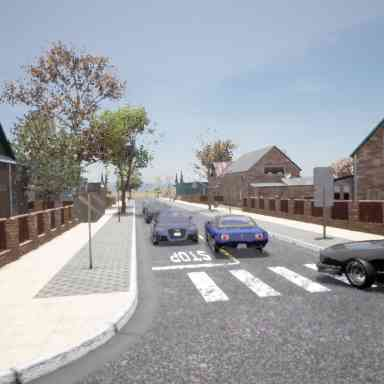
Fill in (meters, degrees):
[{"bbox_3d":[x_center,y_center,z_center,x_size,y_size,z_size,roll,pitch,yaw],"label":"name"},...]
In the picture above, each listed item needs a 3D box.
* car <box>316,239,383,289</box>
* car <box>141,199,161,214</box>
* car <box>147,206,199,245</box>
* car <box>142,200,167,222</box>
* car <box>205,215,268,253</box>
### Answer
[{"bbox_3d":[5.558,1.436,7.053,5.357,1.411,2.033,-1,0,41],"label":"car"},{"bbox_3d":[-4.861,1.647,38.637,2.033,1.411,5.357,-2,0,-10],"label":"car"},{"bbox_3d":[-0.955,1.609,15.985,1.994,1.385,4.181,-2,0,-10],"label":"car"},{"bbox_3d":[-2.707,1.548,26.112,1.882,1.535,5.008,-2,0,-10],"label":"car"},{"bbox_3d":[1.599,1.580,13.718,1.895,1.301,4.718,-2,0,-3],"label":"car"}]
